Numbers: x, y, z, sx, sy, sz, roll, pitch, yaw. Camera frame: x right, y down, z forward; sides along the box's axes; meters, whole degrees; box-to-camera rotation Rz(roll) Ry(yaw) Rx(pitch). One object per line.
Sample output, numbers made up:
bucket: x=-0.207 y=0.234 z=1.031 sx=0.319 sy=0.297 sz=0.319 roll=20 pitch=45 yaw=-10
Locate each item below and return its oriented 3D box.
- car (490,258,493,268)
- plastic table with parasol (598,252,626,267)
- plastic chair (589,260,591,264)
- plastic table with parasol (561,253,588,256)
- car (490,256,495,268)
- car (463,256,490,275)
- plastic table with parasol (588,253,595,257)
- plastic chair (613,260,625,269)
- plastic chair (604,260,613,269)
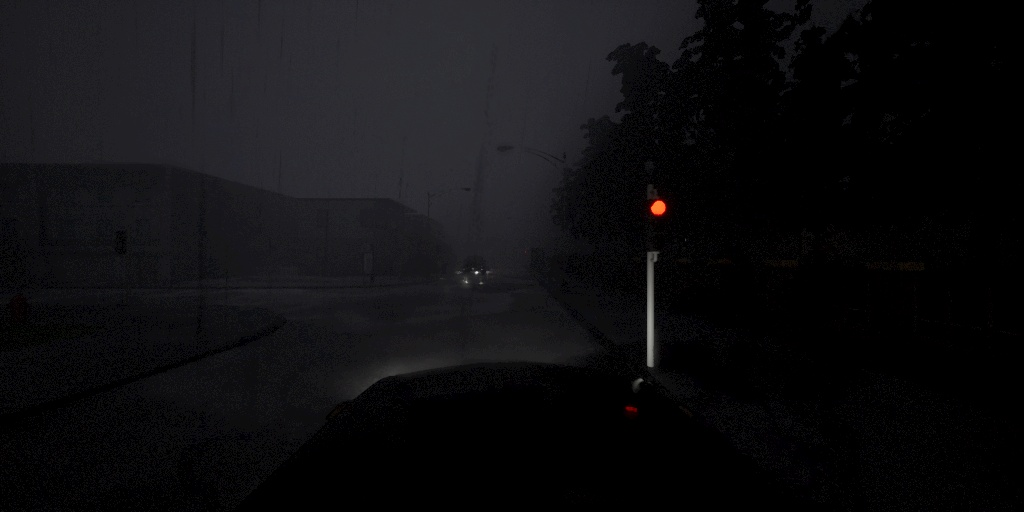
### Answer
car: x=-4.053 y=1.351 z=50.320 sx=1.895 sy=1.301 sz=4.718 roll=0 pitch=0 yaw=0
plastic table with parasol: x=15.337 y=0.694 z=55.082 sx=2.482 sy=2.480 sz=2.482 roll=0 pitch=0 yaw=-40
plastic chair: x=13.769 y=1.304 z=62.410 sx=0.730 sy=1.272 sz=0.750 roll=0 pitch=0 yaw=-35
plastic table with parasol: x=10.020 y=0.684 z=57.826 sx=2.482 sy=2.480 sz=2.482 roll=0 pitch=0 yaw=-40
car: x=-4.023 y=0.971 z=60.513 sx=2.150 sy=2.045 sz=5.566 roll=0 pitch=0 yaw=1
car: x=-4.067 y=0.971 z=40.143 sx=2.150 sy=2.045 sz=5.566 roll=0 pitch=0 yaw=0
plastic table with parasol: x=14.722 y=0.673 z=63.297 sx=2.482 sy=2.480 sz=2.482 roll=0 pitch=0 yaw=-42
plastic chair: x=16.069 y=1.296 z=54.083 sx=0.750 sy=1.272 sz=0.730 roll=0 pitch=0 yaw=-40
plastic chair: x=14.363 y=1.306 z=54.181 sx=0.730 sy=1.272 sz=0.750 roll=0 pitch=0 yaw=-35
